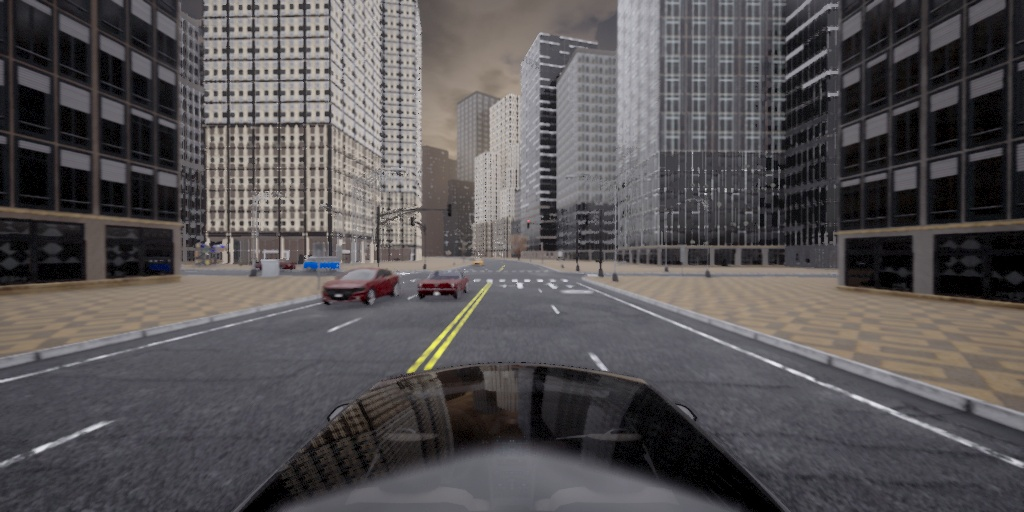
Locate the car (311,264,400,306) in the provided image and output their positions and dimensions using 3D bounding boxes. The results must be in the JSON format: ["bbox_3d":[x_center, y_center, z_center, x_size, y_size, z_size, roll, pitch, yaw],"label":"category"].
[{"bbox_3d":[-6.579,1.235,16.128,1.882,1.535,5.008,0,0,0],"label":"car"}]

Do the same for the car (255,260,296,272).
[{"bbox_3d":[-28.195,1.145,42.736,4.507,1.381,1.888,0,0,1],"label":"car"}]

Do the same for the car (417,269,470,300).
[{"bbox_3d":[-3.320,1.359,18.011,1.895,1.301,4.718,0,0,0],"label":"car"}]

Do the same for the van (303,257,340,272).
[{"bbox_3d":[-22.657,0.966,42.690,3.998,1.789,1.690,0,0,1],"label":"van"}]

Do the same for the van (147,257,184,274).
[{"bbox_3d":[-33.937,0.979,34.472,3.998,1.789,1.690,0,0,1],"label":"van"}]
